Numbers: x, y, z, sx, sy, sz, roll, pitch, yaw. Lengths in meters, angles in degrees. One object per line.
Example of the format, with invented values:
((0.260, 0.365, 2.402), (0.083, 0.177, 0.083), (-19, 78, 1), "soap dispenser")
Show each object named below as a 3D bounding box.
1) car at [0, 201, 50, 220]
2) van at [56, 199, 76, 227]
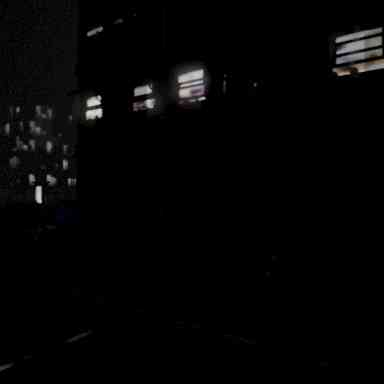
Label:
((-14.042, 1.459, 27.604), (1.947, 1.339, 4.313), (1, 1, 35), "car")
((-7.208, 1.362, 22.747), (1.690, 1.788, 3.998), (1, 1, 35), "van")
